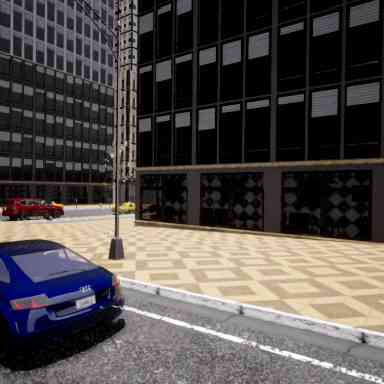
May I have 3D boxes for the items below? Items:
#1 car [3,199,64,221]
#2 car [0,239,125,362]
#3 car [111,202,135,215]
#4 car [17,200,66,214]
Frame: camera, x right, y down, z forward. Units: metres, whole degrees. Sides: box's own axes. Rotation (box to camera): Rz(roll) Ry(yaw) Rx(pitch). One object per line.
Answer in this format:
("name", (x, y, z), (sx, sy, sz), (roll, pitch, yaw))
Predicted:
("car", (-13.799, 1.520, 29.153), (2.192, 1.841, 5.009), (1, 0, 36))
("car", (-3.195, 1.561, 5.944), (4.181, 1.385, 1.994), (0, 0, 34))
("car", (-7.036, 1.831, 38.390), (1.752, 1.417, 4.829), (1, 0, 36))
("car", (-17.332, 1.643, 38.515), (1.752, 1.417, 4.829), (1, 0, 36))
